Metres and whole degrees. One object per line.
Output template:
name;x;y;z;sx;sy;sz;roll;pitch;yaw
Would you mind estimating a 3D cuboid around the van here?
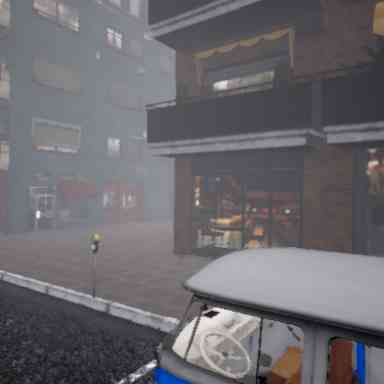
van;1.559;1.341;1.748;3.998;1.788;1.690;0;1;35
